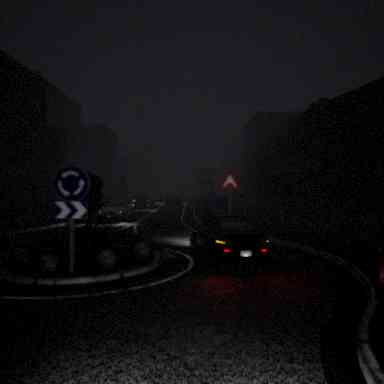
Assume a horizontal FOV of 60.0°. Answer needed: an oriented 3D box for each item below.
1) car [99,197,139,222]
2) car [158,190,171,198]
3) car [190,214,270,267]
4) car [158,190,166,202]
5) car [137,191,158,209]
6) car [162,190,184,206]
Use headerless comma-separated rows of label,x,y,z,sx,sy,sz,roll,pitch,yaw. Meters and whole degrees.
car,-5.565,1.343,24.977,1.812,1.442,4.674,0,1,2
car,-5.513,0.406,66.629,2.128,1.511,4.902,0,1,0
car,1.163,1.478,11.266,1.812,1.442,4.674,1,0,-7
car,-5.487,0.683,51.093,2.128,1.511,4.902,0,2,0
car,-5.476,0.916,37.944,2.097,1.767,4.553,0,2,0
car,-2.302,0.937,42.016,1.882,1.535,5.008,0,2,0
